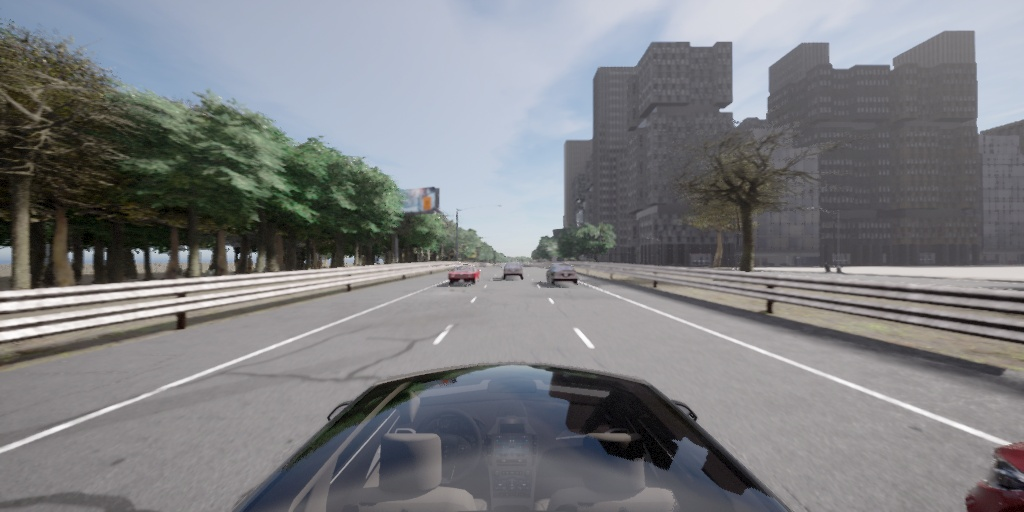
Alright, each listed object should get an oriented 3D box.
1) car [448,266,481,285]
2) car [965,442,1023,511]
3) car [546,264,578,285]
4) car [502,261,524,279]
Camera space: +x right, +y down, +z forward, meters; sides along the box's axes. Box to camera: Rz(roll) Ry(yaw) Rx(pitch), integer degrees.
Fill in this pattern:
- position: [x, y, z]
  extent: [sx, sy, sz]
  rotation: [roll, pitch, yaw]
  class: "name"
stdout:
- position: [-3.405, 1.364, 26.447]
  extent: [1.895, 1.301, 4.718]
  rotation: [0, 0, 0]
  class: "car"
- position: [3.601, 1.275, 0.102]
  extent: [1.812, 1.442, 4.674]
  rotation: [0, 0, 0]
  class: "car"
- position: [3.593, 1.311, 26.350]
  extent: [2.033, 1.411, 5.357]
  rotation: [0, 0, 0]
  class: "car"
- position: [0.095, 1.335, 33.018]
  extent: [2.033, 1.411, 5.357]
  rotation: [0, 0, 0]
  class: "car"
